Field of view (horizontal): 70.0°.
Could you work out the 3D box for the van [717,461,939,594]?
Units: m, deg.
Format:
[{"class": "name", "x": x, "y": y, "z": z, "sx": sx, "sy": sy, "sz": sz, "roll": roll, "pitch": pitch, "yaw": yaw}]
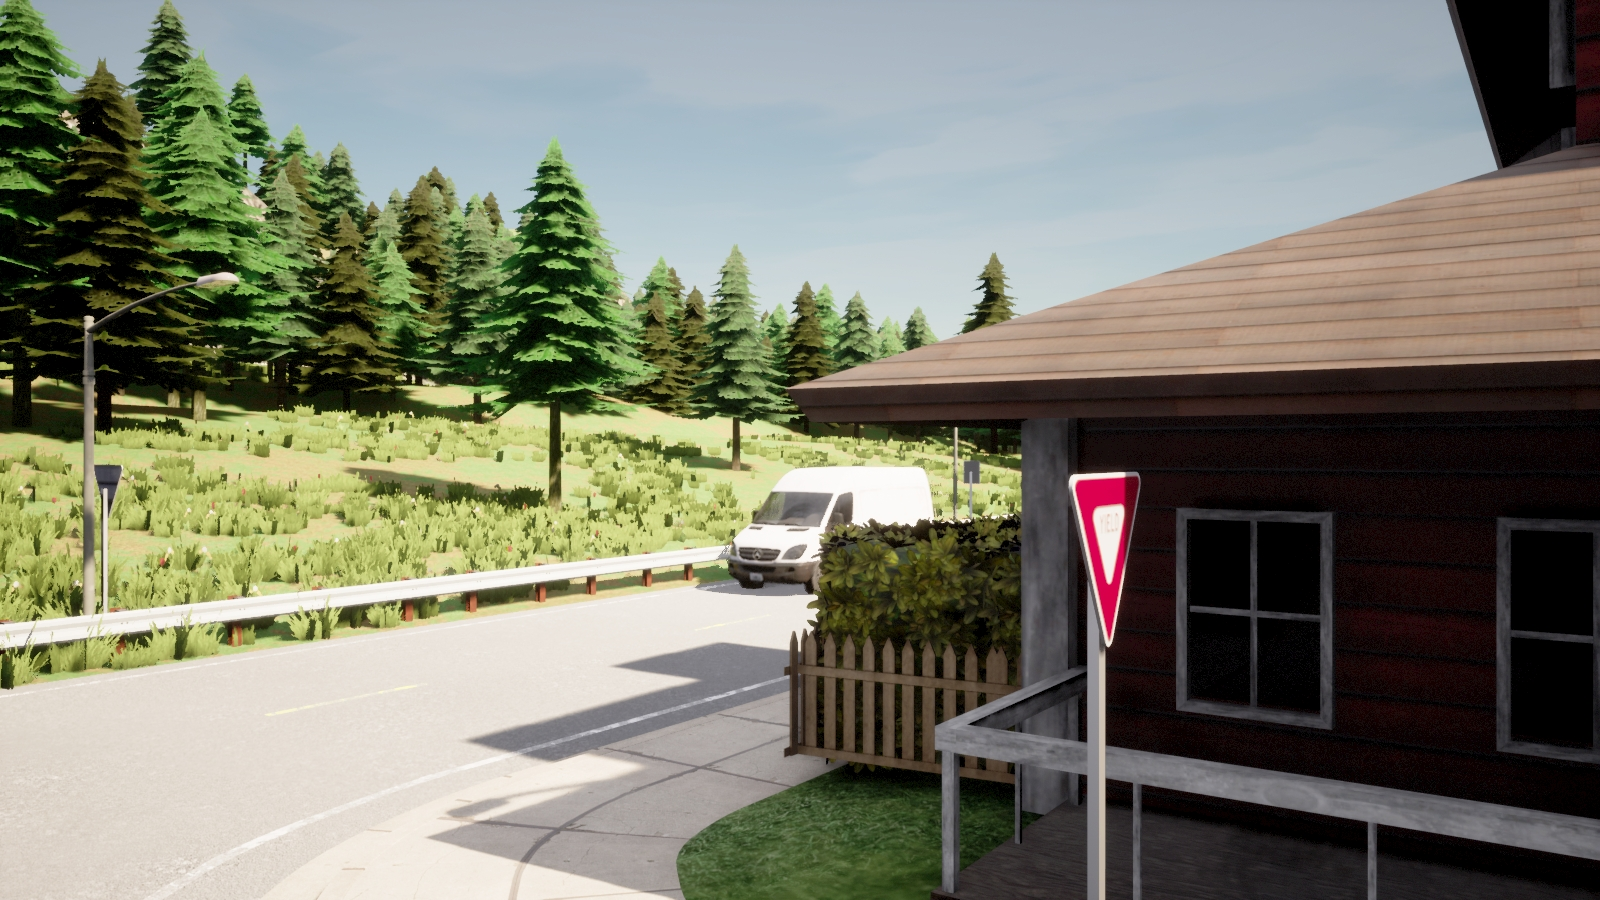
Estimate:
[{"class": "van", "x": 0.798, "y": 1.535, "z": 25.325, "sx": 1.988, "sy": 2.561, "sz": 5.915, "roll": 0, "pitch": 0, "yaw": 35}]
